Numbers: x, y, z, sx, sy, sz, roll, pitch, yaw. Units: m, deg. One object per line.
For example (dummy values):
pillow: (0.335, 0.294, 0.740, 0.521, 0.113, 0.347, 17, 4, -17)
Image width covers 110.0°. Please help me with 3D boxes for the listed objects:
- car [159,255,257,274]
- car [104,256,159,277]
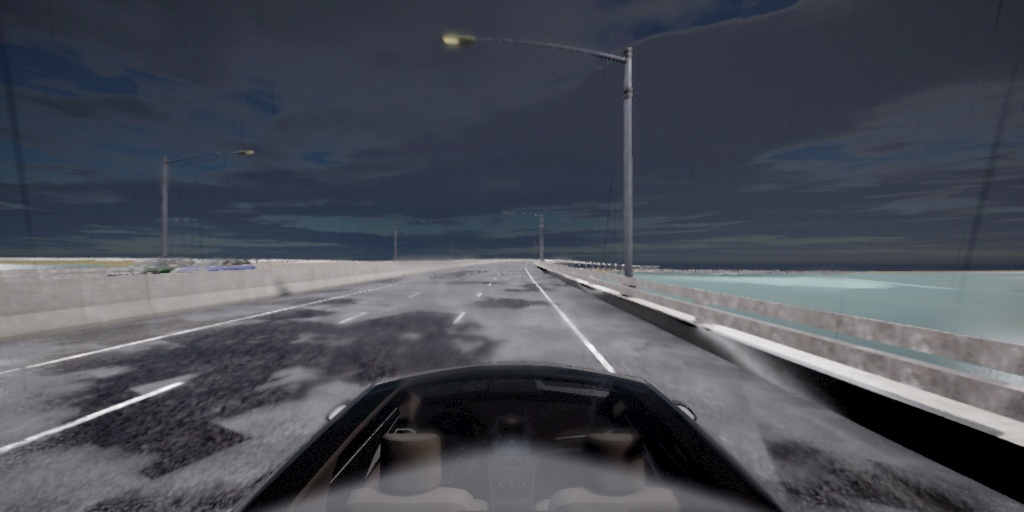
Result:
car: (-17.445, 0.838, 21.196, 2.097, 1.767, 4.553, 0, 0, 0)
car: (-20.945, 0.797, 21.220, 2.097, 1.767, 4.553, 0, 0, 0)
